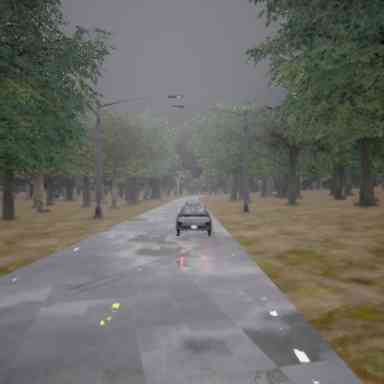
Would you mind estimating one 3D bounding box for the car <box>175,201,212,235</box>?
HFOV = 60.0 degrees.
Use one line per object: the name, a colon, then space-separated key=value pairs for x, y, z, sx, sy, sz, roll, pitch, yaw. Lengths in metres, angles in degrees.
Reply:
car: x=0.096 y=1.474 z=18.514 sx=2.128 sy=1.511 sz=4.902 roll=0 pitch=0 yaw=0
